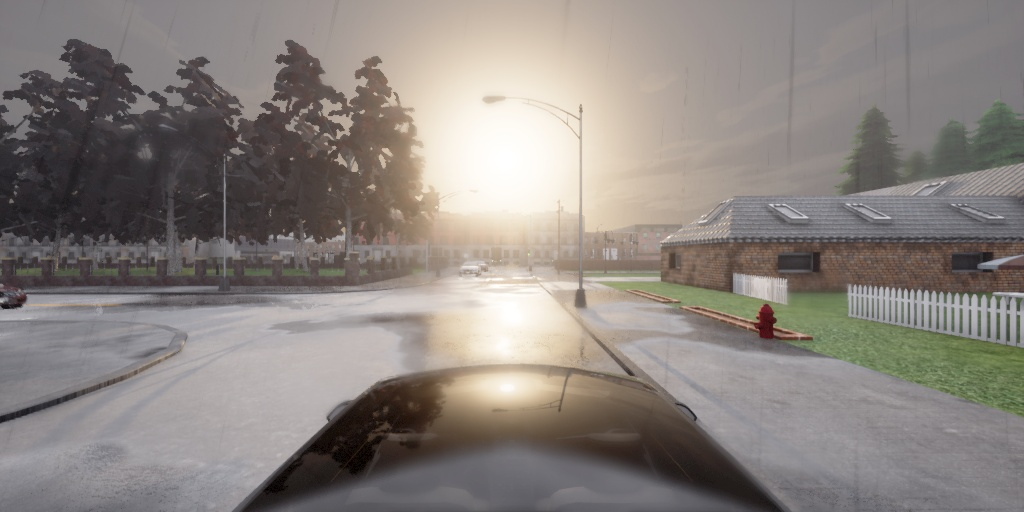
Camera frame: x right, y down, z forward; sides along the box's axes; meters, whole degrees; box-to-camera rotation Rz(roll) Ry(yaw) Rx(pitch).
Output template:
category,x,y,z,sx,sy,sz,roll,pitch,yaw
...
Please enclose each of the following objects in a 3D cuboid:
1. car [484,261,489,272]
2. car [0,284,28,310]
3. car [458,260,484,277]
category,x,y,z,sx,sy,sz,roll,pitch,yaw
car,-4.060,1.276,45.468,1.812,1.442,4.674,0,0,0
car,-20.067,1.275,12.490,4.674,1.442,1.812,0,0,0
car,-4.088,1.276,35.668,1.812,1.442,4.674,0,0,0
